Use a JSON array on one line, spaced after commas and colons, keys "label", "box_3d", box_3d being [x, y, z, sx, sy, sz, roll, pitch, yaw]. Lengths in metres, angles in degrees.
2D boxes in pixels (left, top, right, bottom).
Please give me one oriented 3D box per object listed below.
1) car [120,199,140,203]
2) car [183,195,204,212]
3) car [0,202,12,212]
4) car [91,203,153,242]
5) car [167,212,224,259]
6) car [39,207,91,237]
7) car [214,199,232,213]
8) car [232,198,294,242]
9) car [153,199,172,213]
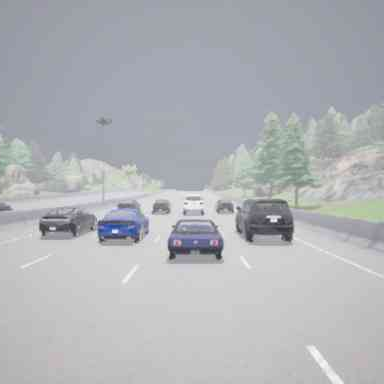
[{"label": "car", "box_3d": [-6.835, 1.542, 36.251, 1.882, 1.535, 5.008, 0, 1, 0]}, {"label": "car", "box_3d": [0.166, 1.301, 36.438, 2.150, 2.045, 5.566, 0, 1, 0]}, {"label": "car", "box_3d": [-17.545, 1.566, 28.730, 2.128, 1.511, 4.902, 0, 0, 0]}, {"label": "car", "box_3d": [-3.371, 1.582, 17.086, 1.882, 1.535, 5.008, 0, 0, 0]}, {"label": "car", "box_3d": [0.120, 1.699, 13.105, 1.895, 1.301, 4.718, 0, 0, 0]}, {"label": "car", "box_3d": [-6.868, 1.593, 18.852, 2.128, 1.511, 4.902, 0, 0, 0]}, {"label": "car", "box_3d": [3.669, 1.579, 38.277, 1.837, 1.490, 4.892, 0, 1, 0]}, {"label": "car", "box_3d": [3.629, 1.343, 17.414, 2.150, 2.045, 5.566, 0, 0, 0]}, {"label": "car", "box_3d": [-3.332, 1.570, 37.477, 1.837, 1.490, 4.892, 0, 1, 0]}]
